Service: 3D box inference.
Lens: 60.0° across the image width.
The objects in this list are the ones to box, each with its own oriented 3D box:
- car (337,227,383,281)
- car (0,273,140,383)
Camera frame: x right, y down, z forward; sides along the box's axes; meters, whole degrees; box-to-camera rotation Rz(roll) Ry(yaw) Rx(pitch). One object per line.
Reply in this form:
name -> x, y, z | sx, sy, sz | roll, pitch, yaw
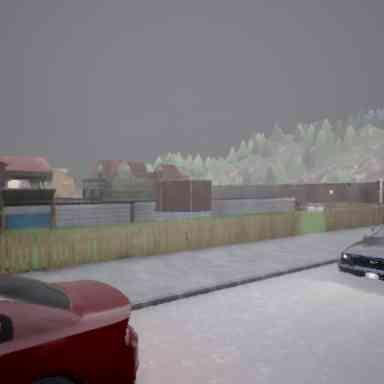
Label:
car -> 6.181, 1.470, 9.009 | 5.357, 1.411, 2.033 | -1, 0, -36
car -> -2.874, 1.485, 2.555 | 5.008, 1.535, 1.882 | 0, 0, -35
